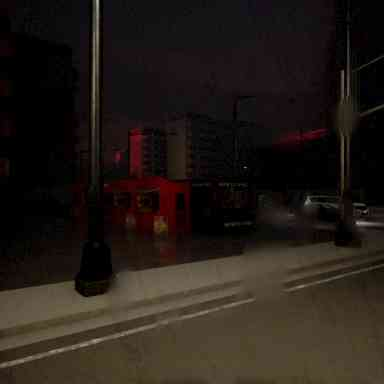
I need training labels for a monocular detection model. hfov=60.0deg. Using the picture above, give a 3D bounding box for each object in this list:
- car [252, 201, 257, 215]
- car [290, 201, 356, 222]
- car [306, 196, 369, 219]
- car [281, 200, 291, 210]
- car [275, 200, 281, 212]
[{"bbox_3d":[5.403,1.685,34.206,1.882,1.535,5.008,0,-1,-36],"label":"car"},{"bbox_3d":[10.585,1.667,27.047,1.994,1.385,4.181,0,-1,-36],"label":"car"},{"bbox_3d":[12.805,1.338,29.956,2.150,2.045,5.566,0,-1,-36],"label":"car"},{"bbox_3d":[12.686,1.858,48.357,2.033,1.411,5.357,0,-1,-36],"label":"car"},{"bbox_3d":[7.290,1.755,37.582,1.812,1.442,4.674,0,-1,-36],"label":"car"}]
